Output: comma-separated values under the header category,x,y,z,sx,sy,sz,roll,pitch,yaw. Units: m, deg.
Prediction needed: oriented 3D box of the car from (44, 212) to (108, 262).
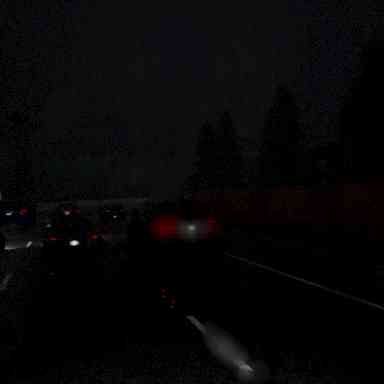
category,x,y,z,sx,sy,sz,roll,pitch,yaw
car,-4.678,1.703,13.049,1.994,1.385,4.181,-1,0,-21

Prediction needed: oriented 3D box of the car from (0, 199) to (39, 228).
category,x,y,z,sx,sy,sz,roll,pitch,yaw
car,-12.938,1.556,24.581,2.150,2.045,5.566,-1,0,-19

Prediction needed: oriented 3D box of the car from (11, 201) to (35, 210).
category,x,y,z,sx,sy,sz,roll,pitch,yaw
car,-29.171,2.286,57.596,1.812,1.442,4.674,-1,0,0

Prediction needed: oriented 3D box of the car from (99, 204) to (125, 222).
category,x,y,z,sx,sy,sz,roll,pitch,yaw
car,-6.753,1.730,28.207,2.128,1.511,4.902,-1,0,-18

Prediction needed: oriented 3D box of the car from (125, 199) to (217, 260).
category,x,y,z,sx,sy,sz,roll,pitch,yaw
car,-0.965,1.295,13.143,2.150,2.045,5.566,-1,0,-21

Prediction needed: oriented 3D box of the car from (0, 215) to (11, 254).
category,x,y,z,sx,sy,sz,roll,pitch,yaw
car,-7.910,1.755,11.702,1.994,1.385,4.181,-1,0,-21

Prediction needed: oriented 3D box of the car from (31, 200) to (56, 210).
category,x,y,z,sx,sy,sz,roll,pitch,yaw
car,-25.656,2.191,57.802,2.128,1.511,4.902,-1,0,0

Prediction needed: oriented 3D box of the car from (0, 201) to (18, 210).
category,x,y,z,sx,sy,sz,roll,pitch,yaw
car,-32.694,2.351,58.316,1.812,1.442,4.674,-1,0,1

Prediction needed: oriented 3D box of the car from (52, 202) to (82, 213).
category,x,y,z,sx,sy,sz,roll,pitch,yaw
car,-9.976,1.641,26.838,2.097,1.767,4.553,-1,0,-18
